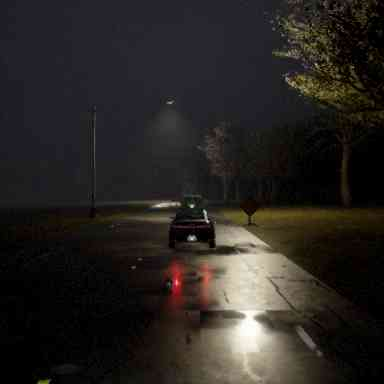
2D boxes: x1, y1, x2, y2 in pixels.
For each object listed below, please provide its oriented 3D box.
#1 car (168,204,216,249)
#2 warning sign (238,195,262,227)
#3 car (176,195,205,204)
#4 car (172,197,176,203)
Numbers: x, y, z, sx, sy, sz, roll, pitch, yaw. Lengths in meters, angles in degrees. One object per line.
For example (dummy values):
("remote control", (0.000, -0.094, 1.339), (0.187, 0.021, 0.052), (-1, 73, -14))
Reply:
("car", (0.000, 1.506, 14.652), (2.128, 1.511, 4.902), (0, 0, 0))
("warning sign", (3.558, 1.138, 20.437), (1.300, 1.860, 1.060), (1, 0, 0))
("car", (0.000, 1.304, 29.684), (2.150, 2.045, 5.566), (0, 0, 0))
("car", (-3.500, 1.723, 75.916), (1.994, 1.385, 4.181), (0, 0, 0))
